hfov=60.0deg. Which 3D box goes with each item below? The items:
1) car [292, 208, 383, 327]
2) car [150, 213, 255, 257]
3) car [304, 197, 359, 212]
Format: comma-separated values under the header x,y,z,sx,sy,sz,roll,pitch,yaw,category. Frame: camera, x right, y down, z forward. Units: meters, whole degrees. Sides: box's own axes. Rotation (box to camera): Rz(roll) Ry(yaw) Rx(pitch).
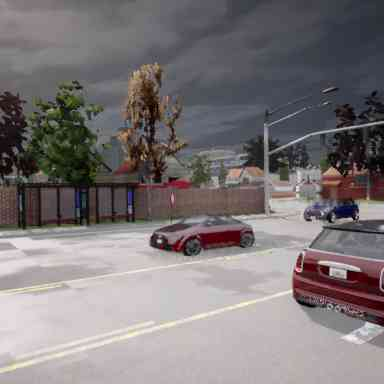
x,y,z,sx,sy,sz,roll,pitch,yaw,category
4.123,1.341,6.700,4.553,1.767,2.097,0,0,-36,car
0.477,1.551,12.936,4.181,1.385,1.994,0,0,-35,car
10.065,1.180,23.995,4.553,1.767,2.097,-1,0,-36,car
